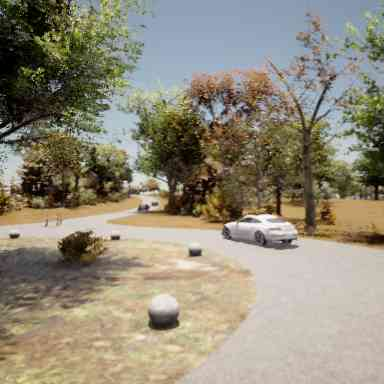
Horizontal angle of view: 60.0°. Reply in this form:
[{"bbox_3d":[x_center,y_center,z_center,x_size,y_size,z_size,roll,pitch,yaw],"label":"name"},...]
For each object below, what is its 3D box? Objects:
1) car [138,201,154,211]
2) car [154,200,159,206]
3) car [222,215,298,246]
[{"bbox_3d":[-9.592,3.052,66.794,2.128,1.511,4.902,-2,-1,2],"label":"car"},{"bbox_3d":[-10.057,3.062,90.988,2.128,1.511,4.902,0,1,-4],"label":"car"},{"bbox_3d":[3.411,1.911,17.410,1.812,1.442,4.674,1,-2,-28],"label":"car"}]
